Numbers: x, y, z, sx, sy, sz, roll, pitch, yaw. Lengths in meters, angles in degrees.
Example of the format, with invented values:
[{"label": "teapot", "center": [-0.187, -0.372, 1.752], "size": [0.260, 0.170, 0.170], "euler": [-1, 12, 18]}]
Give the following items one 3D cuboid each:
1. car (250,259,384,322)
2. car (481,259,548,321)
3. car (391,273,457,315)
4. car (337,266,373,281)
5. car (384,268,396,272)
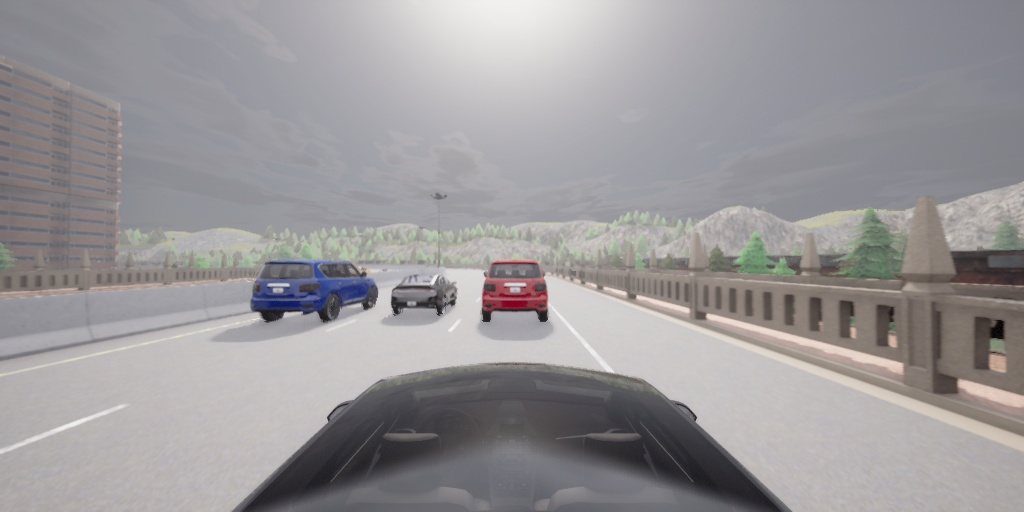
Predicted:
[{"label": "car", "center": [-6.906, 1.155, 13.261], "size": [2.150, 2.045, 5.566], "euler": [0, -1, 0]}, {"label": "car", "center": [0.093, 1.158, 13.445], "size": [2.150, 2.045, 5.566], "euler": [0, -1, 0]}, {"label": "car", "center": [-3.407, 1.451, 14.616], "size": [2.128, 1.511, 4.902], "euler": [0, -1, 0]}, {"label": "car", "center": [-17.624, 1.931, 40.491], "size": [1.882, 1.535, 5.008], "euler": [0, -1, 0]}, {"label": "car", "center": [-14.121, 2.049, 40.212], "size": [1.895, 1.301, 4.718], "euler": [0, -1, 0]}]
